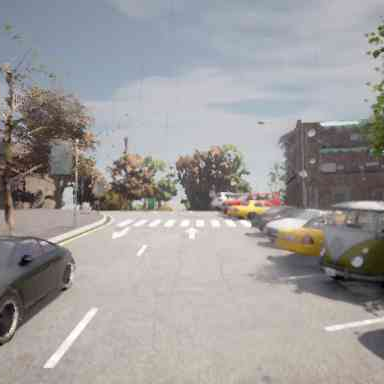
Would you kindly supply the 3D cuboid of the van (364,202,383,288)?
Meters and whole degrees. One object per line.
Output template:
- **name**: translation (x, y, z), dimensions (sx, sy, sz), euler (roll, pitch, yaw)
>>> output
- **van**: translation (5.169, 1.233, 5.113), dimensions (4.442, 1.987, 1.878), euler (1, 1, -20)

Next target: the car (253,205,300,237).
- **car**: translation (5.313, 1.454, 14.234), dimensions (4.674, 1.452, 2.002), euler (1, 1, -20)

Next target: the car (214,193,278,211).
- **car**: translation (5.240, 1.087, 29.330), dimensions (5.566, 2.045, 2.435), euler (1, 1, -21)

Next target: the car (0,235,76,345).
- **car**: translation (-3.708, 1.532, 6.136), dimensions (1.994, 1.385, 4.181), euler (0, 0, 0)

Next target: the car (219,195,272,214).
- **car**: translation (5.198, 1.197, 32.381), dimensions (4.553, 1.767, 2.185), euler (1, 0, -21)

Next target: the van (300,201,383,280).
- **van**: translation (5.179, 1.218, 8.141), dimensions (4.442, 1.987, 1.878), euler (1, 1, -20)

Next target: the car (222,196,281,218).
- **car**: translation (5.460, 1.352, 26.383), dimensions (5.366, 1.575, 1.946), euler (1, 0, -20)

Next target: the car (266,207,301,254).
- **car**: translation (5.472, 1.429, 11.273), dimensions (5.366, 1.575, 1.946), euler (1, 0, -20)

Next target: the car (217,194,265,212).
- **car**: translation (5.208, 1.220, 35.406), dimensions (4.553, 1.767, 2.185), euler (2, -2, -21)

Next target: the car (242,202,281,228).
- **car**: translation (5.307, 1.439, 17.263), dimensions (4.674, 1.452, 2.002), euler (1, 0, -20)
